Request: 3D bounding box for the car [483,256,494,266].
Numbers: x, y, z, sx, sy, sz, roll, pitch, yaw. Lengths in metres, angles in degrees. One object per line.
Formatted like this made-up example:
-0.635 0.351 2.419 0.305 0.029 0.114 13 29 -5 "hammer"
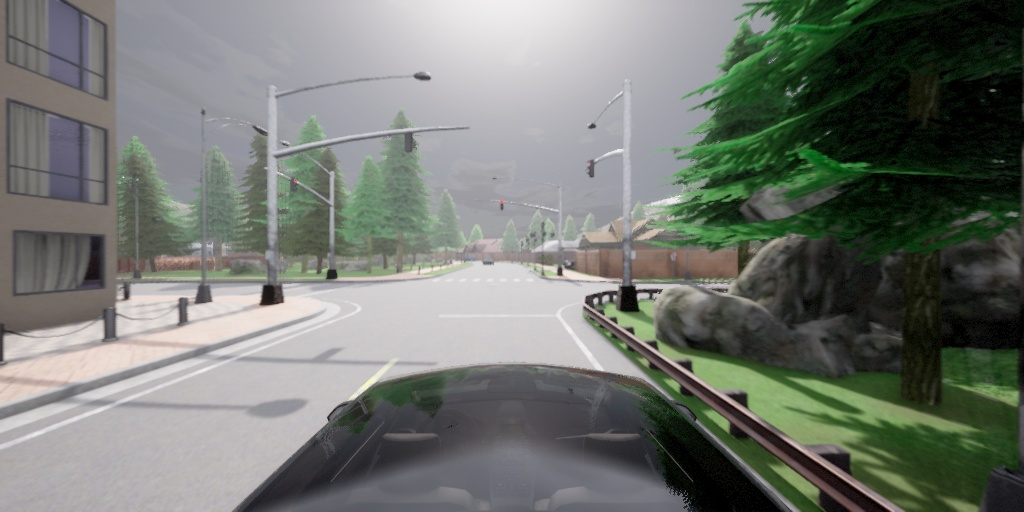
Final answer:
-4.279 0.846 65.333 2.097 1.767 4.553 0 0 -4 "car"
